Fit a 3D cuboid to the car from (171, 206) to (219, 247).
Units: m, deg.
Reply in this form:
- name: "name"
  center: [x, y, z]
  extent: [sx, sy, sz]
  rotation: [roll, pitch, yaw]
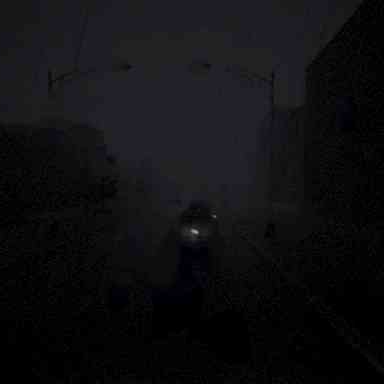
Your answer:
- name: "car"
  center: [0.160, 1.521, 14.853]
  extent: [1.994, 1.385, 4.181]
  rotation: [0, 0, 2]

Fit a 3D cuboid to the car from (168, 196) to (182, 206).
- name: "car"
  center: [-2.618, 1.344, 52.434]
  extent: [1.812, 1.442, 4.674]
  rotation: [0, 0, 1]

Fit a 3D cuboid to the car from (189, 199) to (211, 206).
- name: "car"
  center: [0.698, 1.378, 30.804]
  extent: [1.882, 1.535, 5.008]
  rotation: [0, 0, 2]
